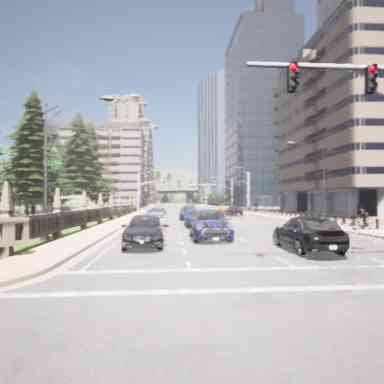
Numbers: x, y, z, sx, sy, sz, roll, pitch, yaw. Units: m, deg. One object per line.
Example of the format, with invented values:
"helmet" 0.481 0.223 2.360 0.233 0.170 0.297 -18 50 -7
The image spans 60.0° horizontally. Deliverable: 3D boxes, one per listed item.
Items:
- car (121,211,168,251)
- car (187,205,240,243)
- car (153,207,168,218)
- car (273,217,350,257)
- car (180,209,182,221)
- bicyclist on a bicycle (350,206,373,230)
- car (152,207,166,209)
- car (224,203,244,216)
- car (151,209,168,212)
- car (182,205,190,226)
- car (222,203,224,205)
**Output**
"car" -2.280 1.928 16.414 1.837 1.490 4.892 0 -1 -4
"car" 1.054 1.821 18.920 2.097 1.767 4.553 0 -1 -4
"car" -4.237 2.741 45.063 1.895 1.301 4.718 0 -1 -4
"car" 5.063 1.850 14.677 1.837 1.490 4.892 0 -1 -3
"car" -0.261 2.297 37.924 2.097 1.767 4.553 0 -1 -4
"bicyclist on a bicycle" 11.771 1.823 23.107 1.656 1.620 0.582 0 -1 -4
"car" -3.565 2.378 34.916 2.128 1.511 4.902 0 -1 -4
"car" 6.183 2.671 48.153 1.837 1.490 4.892 0 -1 -4
"car" -2.925 2.255 25.649 1.895 1.301 4.718 0 -1 -4
"car" 0.418 2.176 28.069 1.882 1.535 5.008 0 -1 -4
"car" 5.510 2.740 56.983 2.097 1.767 4.553 0 -1 -4
